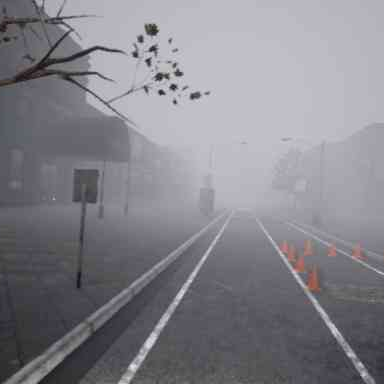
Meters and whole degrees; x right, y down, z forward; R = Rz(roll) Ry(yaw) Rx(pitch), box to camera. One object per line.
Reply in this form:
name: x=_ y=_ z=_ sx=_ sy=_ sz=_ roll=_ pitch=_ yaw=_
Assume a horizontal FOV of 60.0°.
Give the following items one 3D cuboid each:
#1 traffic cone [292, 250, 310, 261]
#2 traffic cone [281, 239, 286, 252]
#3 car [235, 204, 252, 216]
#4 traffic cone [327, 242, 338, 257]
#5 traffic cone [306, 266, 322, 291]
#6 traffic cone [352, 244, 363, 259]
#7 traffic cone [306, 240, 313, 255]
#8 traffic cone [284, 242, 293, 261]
traffic cone: x=3.487 y=2.269 z=10.662 sx=0.340 sy=0.580 sz=0.340 roll=3 pitch=-1 yaw=9
traffic cone: x=4.086 y=2.347 z=14.616 sx=0.340 sy=0.580 sz=0.340 roll=3 pitch=-1 yaw=9
car: x=6.894 y=2.369 z=44.518 sx=1.812 sy=1.442 sz=4.674 roll=3 pitch=0 yaw=9
traffic cone: x=6.060 y=2.450 z=14.316 sx=0.340 sy=0.580 sz=0.340 roll=3 pitch=-1 yaw=9
traffic cone: x=3.188 y=2.230 z=8.685 sx=0.340 sy=0.580 sz=0.340 roll=3 pitch=-1 yaw=9
traffic cone: x=7.047 y=2.502 z=14.165 sx=0.340 sy=0.580 sz=0.340 roll=3 pitch=-1 yaw=9
traffic cone: x=5.073 y=2.398 z=14.466 sx=0.340 sy=0.580 sz=0.340 roll=3 pitch=-1 yaw=9
traffic cone: x=3.786 y=2.308 z=12.639 sx=0.340 sy=0.580 sz=0.340 roll=3 pitch=-1 yaw=9
